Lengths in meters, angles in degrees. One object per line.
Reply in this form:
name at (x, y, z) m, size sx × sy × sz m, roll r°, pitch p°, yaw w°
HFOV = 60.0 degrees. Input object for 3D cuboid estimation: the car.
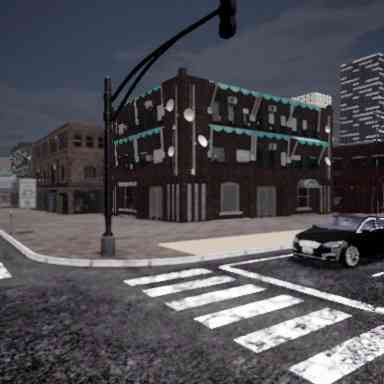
car at (5.574, 1.553, 11.661) m, size 4.902 × 1.511 × 2.128 m, roll 0°, pitch 0°, yaw -35°
